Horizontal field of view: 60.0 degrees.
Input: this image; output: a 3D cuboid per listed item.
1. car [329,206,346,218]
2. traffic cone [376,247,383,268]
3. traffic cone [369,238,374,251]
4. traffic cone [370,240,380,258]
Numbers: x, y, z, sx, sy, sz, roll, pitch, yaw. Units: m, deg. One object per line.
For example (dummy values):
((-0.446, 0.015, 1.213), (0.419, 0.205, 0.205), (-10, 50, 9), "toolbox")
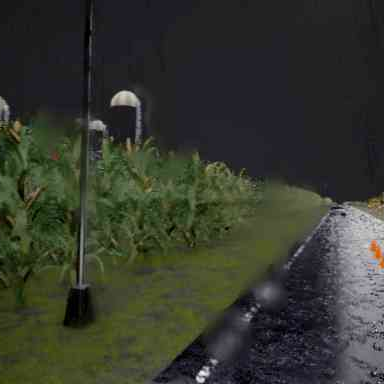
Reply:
((19.146, 2.537, 43.699), (1.812, 1.442, 4.674), (1, -1, 24), "car")
((6.474, 2.249, 11.176), (0.340, 0.580, 0.340), (1, -1, 24), "traffic cone")
((8.092, 2.333, 14.833), (0.340, 0.580, 0.340), (1, -1, 24), "traffic cone")
((7.283, 2.291, 13.005), (0.340, 0.580, 0.340), (1, -1, 24), "traffic cone")
